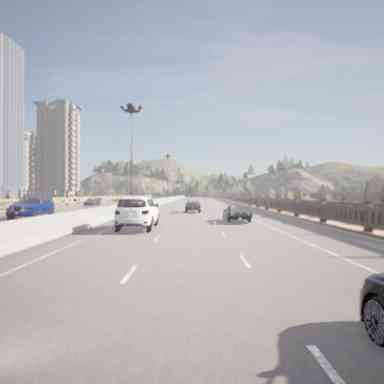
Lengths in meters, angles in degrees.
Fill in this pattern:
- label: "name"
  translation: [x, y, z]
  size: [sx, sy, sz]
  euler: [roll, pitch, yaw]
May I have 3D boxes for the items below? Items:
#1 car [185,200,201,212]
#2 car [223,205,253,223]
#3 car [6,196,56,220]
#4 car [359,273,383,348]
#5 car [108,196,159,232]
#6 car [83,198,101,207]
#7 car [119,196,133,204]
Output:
- label: "car"
  translation: [0.111, 1.667, 40.984]
  size: [2.128, 1.511, 4.902]
  euler: [0, 0, 0]
- label: "car"
  translation: [3.608, 1.717, 27.105]
  size: [1.895, 1.301, 4.718]
  euler: [0, 0, 0]
- label: "car"
  translation: [-14.086, 1.349, 29.493]
  size: [2.150, 2.045, 5.566]
  euler: [0, 0, 0]
- label: "car"
  translation: [3.601, 1.507, 3.427]
  size: [2.128, 1.511, 4.902]
  euler: [0, 0, 0]
- label: "car"
  translation: [-3.394, 1.312, 21.068]
  size: [2.150, 2.045, 5.566]
  euler: [0, 0, 0]
- label: "car"
  translation: [-17.514, 1.801, 58.698]
  size: [2.033, 1.411, 5.357]
  euler: [0, 0, 1]
- label: "car"
  translation: [-13.882, 1.657, 70.265]
  size: [2.097, 1.767, 4.553]
  euler: [0, 0, 1]
